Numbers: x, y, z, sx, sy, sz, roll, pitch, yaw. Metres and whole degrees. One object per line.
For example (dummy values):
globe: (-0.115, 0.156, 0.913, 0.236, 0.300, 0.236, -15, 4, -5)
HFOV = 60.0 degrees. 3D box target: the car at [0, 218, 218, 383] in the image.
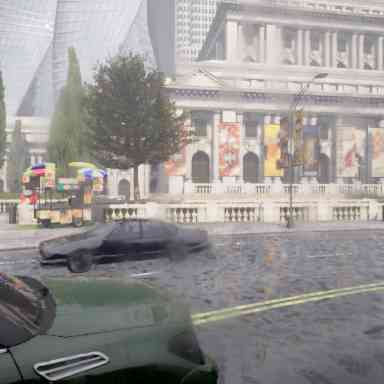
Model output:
car: (-2.447, 1.213, 2.077, 5.566, 2.045, 2.150, 1, -1, -34)

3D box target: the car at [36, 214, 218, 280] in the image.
car: (-1.987, 1.547, 10.619, 5.357, 1.411, 2.033, 0, 0, -28)
